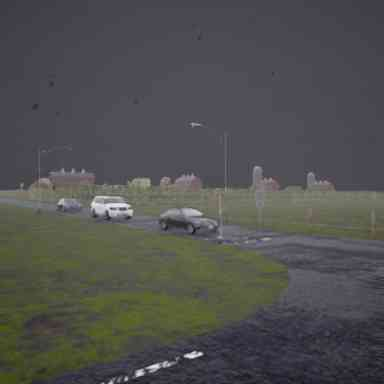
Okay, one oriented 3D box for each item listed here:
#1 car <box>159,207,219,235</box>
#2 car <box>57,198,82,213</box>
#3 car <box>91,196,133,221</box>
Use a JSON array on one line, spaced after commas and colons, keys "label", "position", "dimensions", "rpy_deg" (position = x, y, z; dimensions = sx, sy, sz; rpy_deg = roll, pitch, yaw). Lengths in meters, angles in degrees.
[{"label": "car", "position": [-0.329, 1.707, 20.618], "dimensions": [1.812, 1.442, 4.674], "rpy_deg": [0, 0, -37]}, {"label": "car", "position": [-15.115, 1.568, 40.965], "dimensions": [2.097, 1.767, 4.553], "rpy_deg": [0, 0, -35]}, {"label": "car", "position": [-7.344, 1.417, 30.050], "dimensions": [2.150, 2.045, 5.566], "rpy_deg": [0, 0, -36]}]
